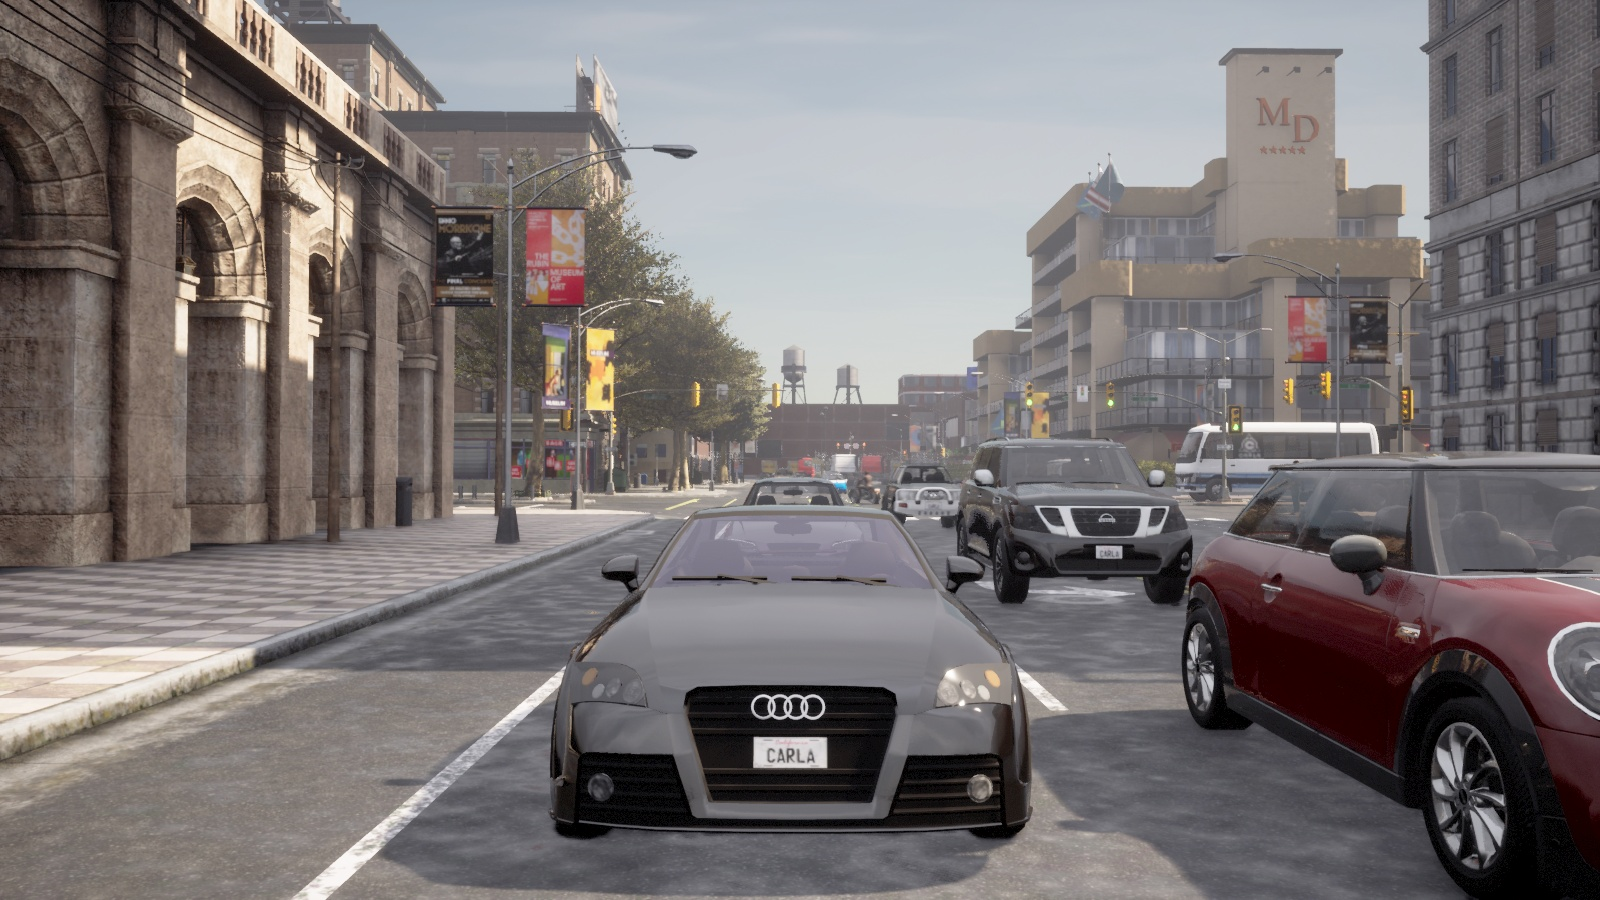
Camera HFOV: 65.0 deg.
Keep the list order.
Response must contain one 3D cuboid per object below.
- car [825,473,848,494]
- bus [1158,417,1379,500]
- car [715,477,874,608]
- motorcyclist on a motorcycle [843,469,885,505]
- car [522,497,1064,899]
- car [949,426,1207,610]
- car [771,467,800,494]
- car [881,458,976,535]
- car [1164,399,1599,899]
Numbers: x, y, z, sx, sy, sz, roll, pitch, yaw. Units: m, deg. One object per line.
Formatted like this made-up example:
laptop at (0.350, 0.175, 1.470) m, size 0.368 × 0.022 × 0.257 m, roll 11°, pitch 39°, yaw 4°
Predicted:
car at (2.497, 2.302, 86.116) m, size 1.481 × 1.376 × 2.207 m, roll 0°, pitch -1°, yaw -1°
bus at (24.795, 0.460, 66.964) m, size 10.273 × 4.253 × 3.944 m, roll 0°, pitch -1°, yaw -1°
car at (-0.072, 1.105, 16.502) m, size 1.816 × 1.474 × 4.193 m, roll 0°, pitch -1°, yaw 0°
motorcyclist on a motorcycle at (3.020, 1.747, 59.357) m, size 0.766 × 1.649 × 2.350 m, roll 0°, pitch -1°, yaw -30°
car at (-0.032, 0.991, 6.719) m, size 1.994 × 1.385 × 4.181 m, roll 0°, pitch -1°, yaw 0°
car at (3.426, 0.801, 16.761) m, size 2.150 × 2.045 × 5.566 m, roll 0°, pitch -1°, yaw 0°
car at (-1.039, 2.115, 88.461) m, size 1.932 × 1.855 × 4.605 m, roll 0°, pitch 0°, yaw -1°
car at (3.262, 1.168, 32.832) m, size 1.932 × 1.855 × 4.605 m, roll 0°, pitch -1°, yaw -1°
car at (3.469, 0.760, 5.993) m, size 2.097 × 1.767 × 4.553 m, roll 0°, pitch -1°, yaw 0°
